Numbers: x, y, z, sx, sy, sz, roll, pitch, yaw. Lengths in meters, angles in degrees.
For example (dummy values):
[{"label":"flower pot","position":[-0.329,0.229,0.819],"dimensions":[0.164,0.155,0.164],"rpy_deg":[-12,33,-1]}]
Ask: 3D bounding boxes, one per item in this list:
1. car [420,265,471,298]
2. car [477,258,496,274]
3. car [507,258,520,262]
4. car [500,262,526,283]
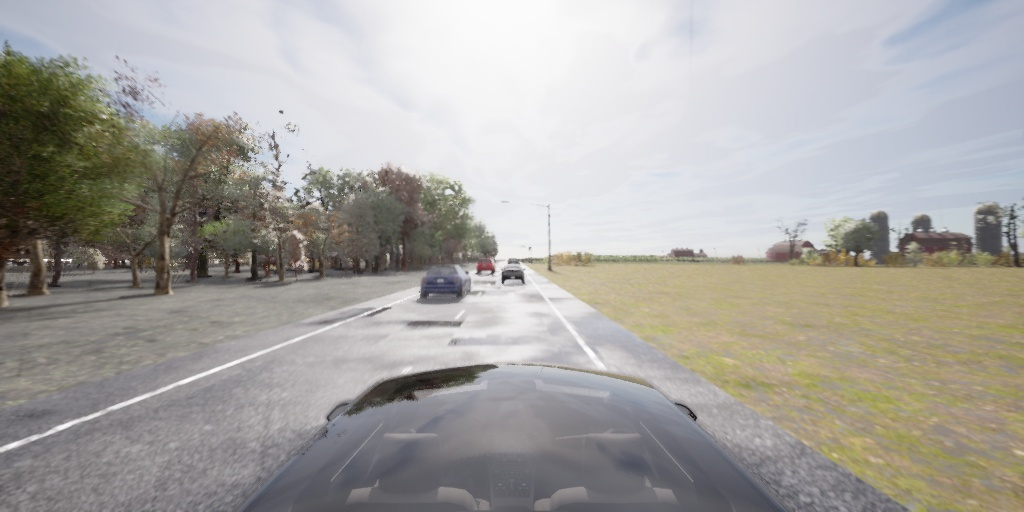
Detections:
[{"label":"car","position":[-3.474,1.247,19.575],"dimensions":[2.097,1.767,4.553],"rpy_deg":[0,0,0]},{"label":"car","position":[-3.350,1.291,46.895],"dimensions":[2.150,2.045,5.566],"rpy_deg":[0,-1,0]},{"label":"car","position":[0.226,1.368,63.521],"dimensions":[2.150,2.045,5.566],"rpy_deg":[0,-1,0]},{"label":"car","position":[0.074,1.443,29.954],"dimensions":[1.837,1.490,4.892],"rpy_deg":[0,-1,0]}]
